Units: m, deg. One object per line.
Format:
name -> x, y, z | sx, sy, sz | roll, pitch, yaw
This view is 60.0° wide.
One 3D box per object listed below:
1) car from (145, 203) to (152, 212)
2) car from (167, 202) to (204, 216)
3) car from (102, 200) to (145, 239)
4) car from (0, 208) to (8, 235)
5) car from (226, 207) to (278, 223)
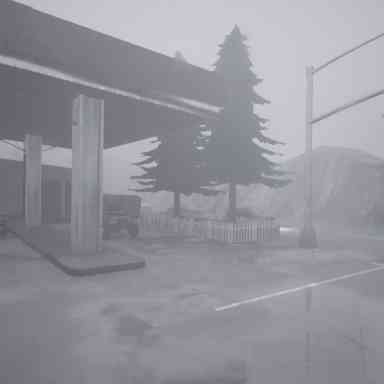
car -> -6.580, 1.654, 40.204 | 1.812, 1.442, 4.674 | 1, 0, -35
car -> -0.712, 1.722, 31.878 | 1.812, 1.442, 4.674 | 1, 0, -35
car -> -4.508, 1.446, 18.283 | 1.905, 1.878, 3.866 | 1, 0, -36
car -> -11.639, 1.520, 18.489 | 2.242, 1.667, 4.611 | 1, 0, -36
car -> 4.332, 1.820, 24.704 | 1.994, 1.385, 4.181 | 1, 0, -35
